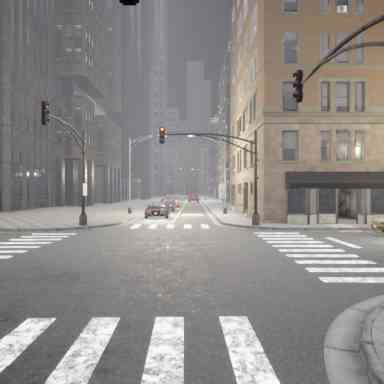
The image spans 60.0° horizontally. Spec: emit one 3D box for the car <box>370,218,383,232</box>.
[{"bbox_3d":[12.173,1.519,17.782,4.829,1.417,1.752,0,0,-1],"label":"car"}]

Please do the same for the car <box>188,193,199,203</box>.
[{"bbox_3d":[0.310,1.203,70.299,2.150,2.045,5.566,0,0,0],"label":"car"}]

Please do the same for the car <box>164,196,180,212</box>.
[{"bbox_3d":[-2.962,1.506,39.322,2.128,1.511,4.902,0,0,0],"label":"car"}]

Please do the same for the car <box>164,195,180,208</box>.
[{"bbox_3d":[-2.923,1.369,49.220,2.097,1.767,4.553,0,0,0],"label":"car"}]

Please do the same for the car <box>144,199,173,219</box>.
[{"bbox_3d":[-3.000,1.574,29.467,1.994,1.385,4.181,0,0,0],"label":"car"}]
